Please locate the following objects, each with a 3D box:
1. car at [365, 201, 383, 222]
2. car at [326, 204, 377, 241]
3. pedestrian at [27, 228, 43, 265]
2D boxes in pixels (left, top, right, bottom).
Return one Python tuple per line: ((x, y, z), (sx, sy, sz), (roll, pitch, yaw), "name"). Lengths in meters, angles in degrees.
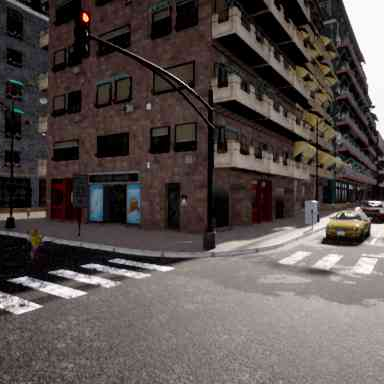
((14.405, 1.456, 26.411), (1.967, 1.590, 4.097), (1, 1, 34), "car")
((8.021, 1.534, 16.899), (1.752, 1.417, 4.829), (1, 1, 34), "car")
((-4.791, 1.663, 10.212), (0.500, 1.100, 0.500), (0, -1, 35), "pedestrian")
